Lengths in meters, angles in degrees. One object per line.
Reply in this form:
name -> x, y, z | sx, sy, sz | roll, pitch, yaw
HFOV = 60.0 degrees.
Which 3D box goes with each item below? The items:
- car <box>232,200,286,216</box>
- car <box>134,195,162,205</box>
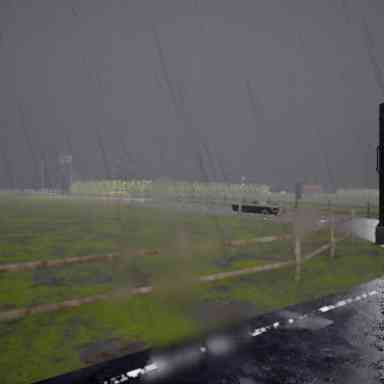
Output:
car -> 5.708, 1.396, 28.539 | 1.895, 1.301, 4.718 | 1, 1, -36
car -> -5.931, 1.036, 44.808 | 1.895, 1.301, 4.718 | 1, 1, -36
